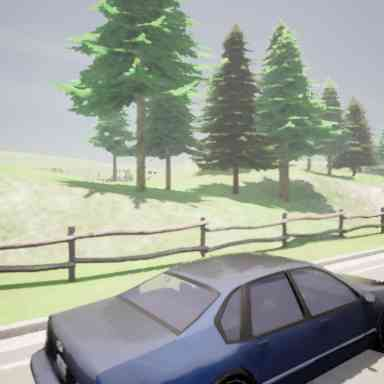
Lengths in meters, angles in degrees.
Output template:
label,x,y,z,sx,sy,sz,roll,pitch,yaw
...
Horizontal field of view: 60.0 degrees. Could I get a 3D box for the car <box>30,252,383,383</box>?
label,x,y,z,sx,sy,sz,roll,pitch,yaw
car,0.892,1.556,4.399,5.357,1.411,2.033,0,0,-36
